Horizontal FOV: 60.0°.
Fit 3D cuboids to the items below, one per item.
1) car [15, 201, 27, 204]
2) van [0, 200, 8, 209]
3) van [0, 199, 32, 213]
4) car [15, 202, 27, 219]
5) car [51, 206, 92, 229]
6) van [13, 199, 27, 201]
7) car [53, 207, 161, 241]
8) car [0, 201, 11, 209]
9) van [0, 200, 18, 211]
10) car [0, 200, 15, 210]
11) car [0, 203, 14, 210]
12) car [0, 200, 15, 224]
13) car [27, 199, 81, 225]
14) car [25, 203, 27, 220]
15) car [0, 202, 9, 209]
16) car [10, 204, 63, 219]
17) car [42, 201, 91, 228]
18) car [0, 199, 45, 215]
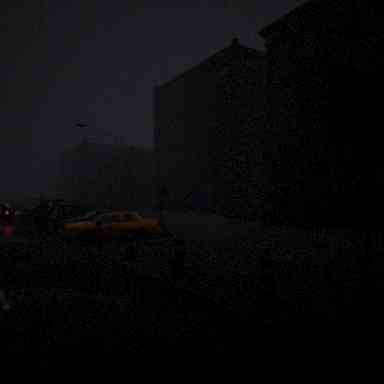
[{"bbox_3d":[-15.201,1.962,33.809,4.892,1.521,2.231,1,-2,-35],"label":"car"},{"bbox_3d":[-43.793,2.792,74.370,4.442,1.987,1.878,1,-2,-35],"label":"van"},{"bbox_3d":[-26.377,2.122,49.538,4.442,1.987,1.878,1,-2,-35],"label":"van"},{"bbox_3d":[-13.620,1.921,31.552,4.892,1.521,2.231,1,-2,-35],"label":"car"},{"bbox_3d":[-5.714,1.808,20.267,4.674,1.452,2.002,1,-1,-35],"label":"car"},{"bbox_3d":[-19.787,1.880,40.546,4.442,1.987,1.878,1,-2,-35],"label":"van"},{"bbox_3d":[-4.286,1.742,17.901,5.366,1.575,1.946,1,-1,-35],"label":"car"},{"bbox_3d":[-42.089,2.843,72.195,4.553,1.767,2.185,1,-2,-35],"label":"car"},{"bbox_3d":[-35.684,2.517,63.214,4.442,1.987,1.878,1,-2,-35],"label":"van"},{"bbox_3d":[-40.553,2.661,69.906,5.566,2.045,2.435,1,-2,-35],"label":"car"},{"bbox_3d":[-38.972,2.886,67.640,4.792,1.488,2.163,1,-2,-35],"label":"car"},{"bbox_3d":[-16.257,1.676,27.332,2.097,1.767,4.553,1,-2,-35],"label":"car"},{"bbox_3d":[-8.853,1.567,24.800,5.566,2.045,2.435,1,-1,-35],"label":"car"},{"bbox_3d":[-10.457,1.848,27.038,5.008,1.535,2.097,1,-1,-35],"label":"car"},{"bbox_3d":[-46.713,3.121,79.053,5.366,1.575,1.946,1,-2,-35],"label":"car"},{"bbox_3d":[-16.814,2.034,36.043,4.792,1.488,2.163,1,-2,-35],"label":"car"},{"bbox_3d":[-7.322,1.665,22.506,4.553,1.767,2.185,1,-1,-35],"label":"car"},{"bbox_3d":[-23.141,1.969,45.079,5.566,2.045,2.435,1,-2,-35],"label":"car"}]
